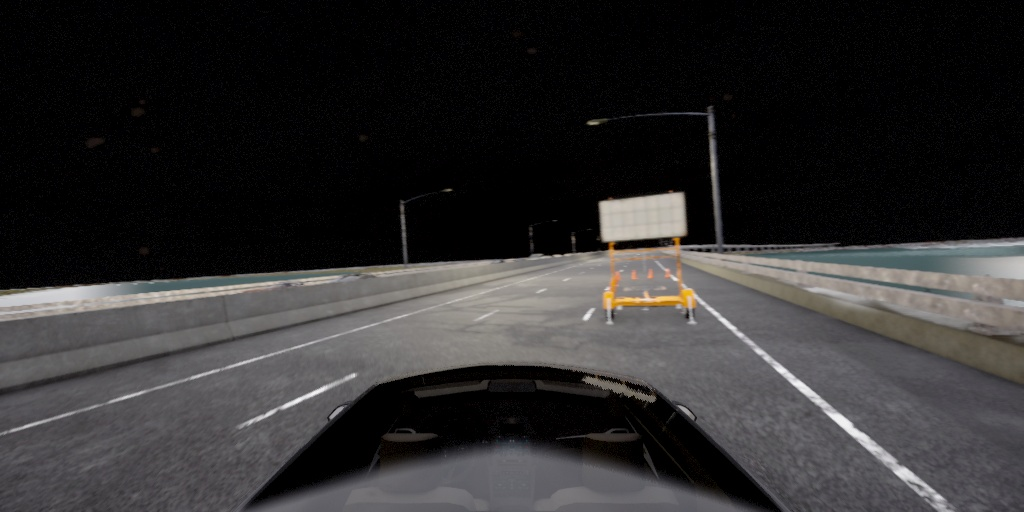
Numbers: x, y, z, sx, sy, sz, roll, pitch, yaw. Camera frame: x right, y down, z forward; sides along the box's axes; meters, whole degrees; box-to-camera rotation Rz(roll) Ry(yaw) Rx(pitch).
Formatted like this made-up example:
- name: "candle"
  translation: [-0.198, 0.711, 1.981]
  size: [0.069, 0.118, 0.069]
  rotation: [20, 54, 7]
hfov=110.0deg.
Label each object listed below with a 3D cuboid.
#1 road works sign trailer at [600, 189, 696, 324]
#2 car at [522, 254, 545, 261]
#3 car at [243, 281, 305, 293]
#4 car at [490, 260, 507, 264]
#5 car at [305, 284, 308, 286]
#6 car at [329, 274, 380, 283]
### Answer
- name: "road works sign trailer"
  translation: [4.033, -0.062, 10.644]
  size: [2.380, 3.560, 2.880]
  rotation: [0, 0, 19]
- name: "car"
  translation: [4.225, 0.716, 62.928]
  size: [2.150, 2.045, 5.566]
  rotation: [-4, 0, 21]
- name: "car"
  translation: [-16.638, 2.514, 25.930]
  size: [1.895, 1.301, 4.718]
  rotation: [-4, 0, 20]
- name: "car"
  translation: [-2.434, 1.422, 65.012]
  size: [1.882, 1.535, 5.008]
  rotation: [-4, 0, 21]
- name: "car"
  translation: [-12.438, 2.170, 27.323]
  size: [2.033, 1.411, 5.357]
  rotation: [-4, 0, 20]
- name: "car"
  translation: [-10.174, 1.968, 23.275]
  size: [1.837, 1.490, 4.892]
  rotation: [-4, 0, 20]
